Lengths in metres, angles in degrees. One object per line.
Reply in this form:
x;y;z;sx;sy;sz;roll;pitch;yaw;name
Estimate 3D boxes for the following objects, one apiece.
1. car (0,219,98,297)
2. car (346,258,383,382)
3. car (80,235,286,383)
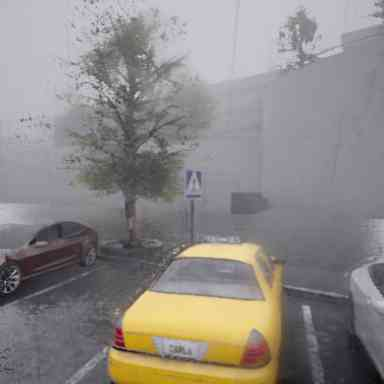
-4.362;1.505;8.880;2.163;1.488;4.792;1;-1;15;car
2.979;1.529;3.678;2.002;1.452;4.674;1;-1;15;car
0.574;1.487;5.600;1.946;1.575;5.366;0;-1;16;car
